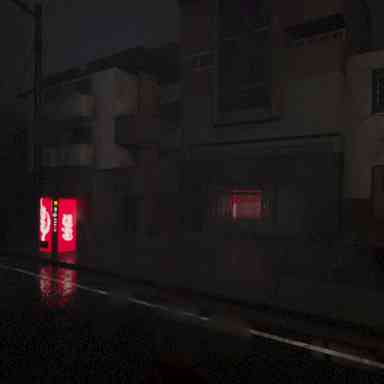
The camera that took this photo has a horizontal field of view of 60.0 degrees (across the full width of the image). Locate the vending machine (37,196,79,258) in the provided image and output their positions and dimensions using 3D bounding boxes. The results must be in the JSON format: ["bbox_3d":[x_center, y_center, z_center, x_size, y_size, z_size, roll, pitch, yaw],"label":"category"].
[{"bbox_3d":[-4.838,1.193,12.043,0.880,2.100,1.100,1,0,35],"label":"vending machine"}]
